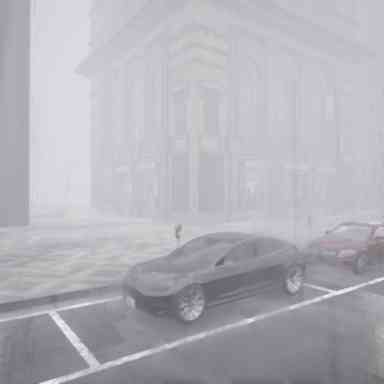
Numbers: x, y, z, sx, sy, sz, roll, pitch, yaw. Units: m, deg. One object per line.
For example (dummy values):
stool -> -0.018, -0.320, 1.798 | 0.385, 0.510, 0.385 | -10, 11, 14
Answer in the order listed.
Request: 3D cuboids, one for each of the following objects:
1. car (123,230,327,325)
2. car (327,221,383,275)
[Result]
car -> 0.693, 1.568, 7.137 | 4.313, 1.339, 1.947 | 0, 0, -35
car -> 5.254, 1.586, 10.389 | 4.206, 1.307, 1.802 | 0, 0, -35
